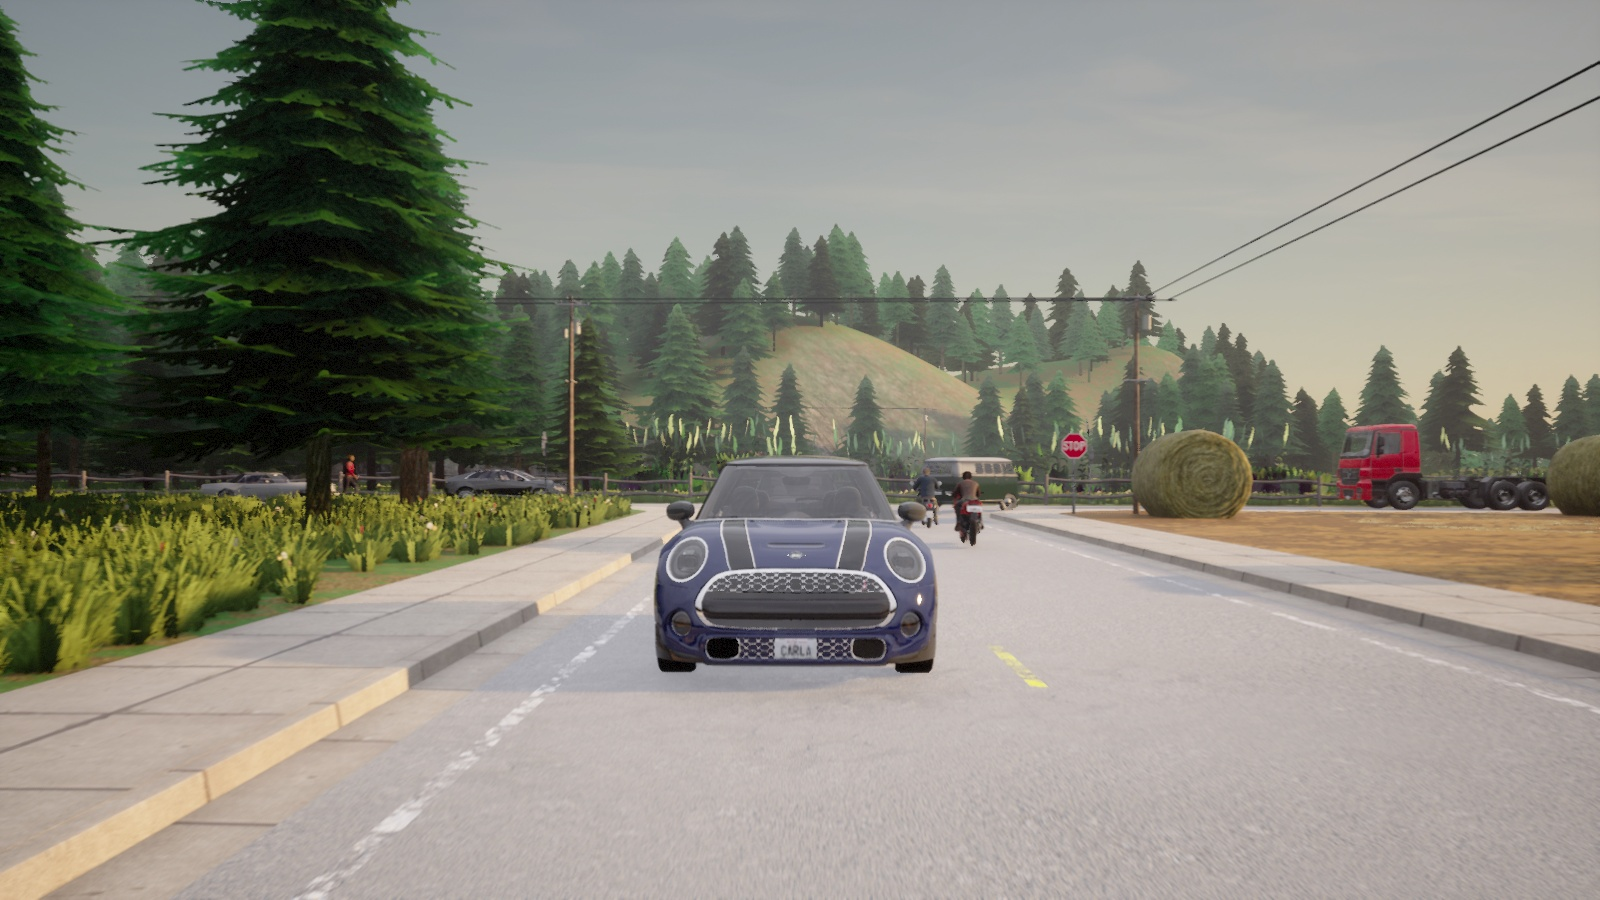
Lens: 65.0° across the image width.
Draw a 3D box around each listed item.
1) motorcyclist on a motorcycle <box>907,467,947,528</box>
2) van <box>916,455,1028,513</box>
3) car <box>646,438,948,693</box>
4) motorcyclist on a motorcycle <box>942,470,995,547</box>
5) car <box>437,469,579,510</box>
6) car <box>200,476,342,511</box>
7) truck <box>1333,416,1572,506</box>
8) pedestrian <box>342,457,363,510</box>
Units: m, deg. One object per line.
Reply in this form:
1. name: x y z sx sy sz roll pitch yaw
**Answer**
1. motorcyclist on a motorcycle: 3.418 1.258 33.960 0.866 1.590 1.817 0 0 0
2. van: 6.257 1.200 45.365 1.775 1.987 4.442 -2 -1 42
3. car: -0.027 0.834 11.020 2.097 1.767 4.553 0 -1 0
4. motorcyclist on a motorcycle: 3.438 1.165 25.807 0.797 1.523 2.044 0 -1 0
5. car: -11.186 1.499 48.349 4.902 1.511 2.128 0 -1 3
6. car: -20.477 1.687 48.738 4.718 1.301 1.895 0 -1 1
7. truck: 25.903 0.440 50.153 7.936 3.462 2.891 0 -1 3
8. pedestrian: -15.619 1.154 43.822 0.636 1.846 0.331 0 -1 0
